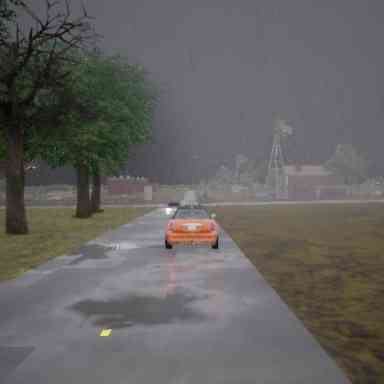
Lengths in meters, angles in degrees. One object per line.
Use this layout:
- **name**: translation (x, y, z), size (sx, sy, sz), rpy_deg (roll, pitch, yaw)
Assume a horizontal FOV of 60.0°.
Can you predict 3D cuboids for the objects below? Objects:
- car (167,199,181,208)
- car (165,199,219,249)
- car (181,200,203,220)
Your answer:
- **car**: translation (-2.750, 1.746, 51.630), size (1.895, 1.301, 4.718), rpy_deg (0, 0, 0)
- **car**: translation (0.000, 1.369, 14.623), size (2.097, 1.767, 4.553), rpy_deg (0, 0, 0)
- **car**: translation (0.000, 1.534, 29.656), size (1.837, 1.490, 4.892), rpy_deg (0, 0, 0)
